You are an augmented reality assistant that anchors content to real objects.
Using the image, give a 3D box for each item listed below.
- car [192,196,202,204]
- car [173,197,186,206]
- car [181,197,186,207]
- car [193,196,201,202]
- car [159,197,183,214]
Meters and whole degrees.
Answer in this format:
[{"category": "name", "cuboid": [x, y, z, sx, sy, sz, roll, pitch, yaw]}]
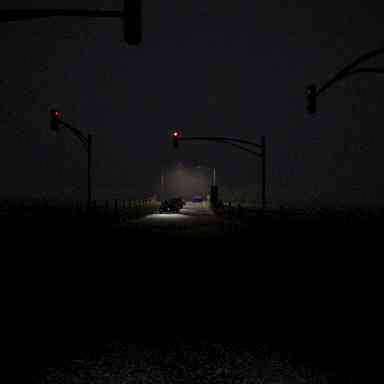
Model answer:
[{"category": "car", "cuboid": [1.059, 1.495, 65.883, 1.882, 1.535, 5.008, 0, 0, 1]}, {"category": "car", "cuboid": [-2.039, 1.540, 56.129, 1.812, 1.442, 4.674, 0, 0, 1]}, {"category": "car", "cuboid": [-2.214, 1.536, 45.977, 1.812, 1.442, 4.674, 0, 0, 1]}, {"category": "car", "cuboid": [1.124, 1.617, 75.917, 1.895, 1.301, 4.718, 0, 0, 1]}, {"category": "car", "cuboid": [-2.370, 1.571, 35.961, 1.994, 1.385, 4.181, 0, 0, 1]}]
